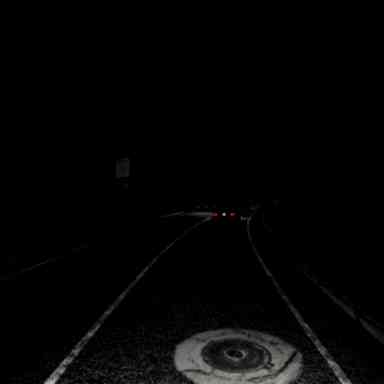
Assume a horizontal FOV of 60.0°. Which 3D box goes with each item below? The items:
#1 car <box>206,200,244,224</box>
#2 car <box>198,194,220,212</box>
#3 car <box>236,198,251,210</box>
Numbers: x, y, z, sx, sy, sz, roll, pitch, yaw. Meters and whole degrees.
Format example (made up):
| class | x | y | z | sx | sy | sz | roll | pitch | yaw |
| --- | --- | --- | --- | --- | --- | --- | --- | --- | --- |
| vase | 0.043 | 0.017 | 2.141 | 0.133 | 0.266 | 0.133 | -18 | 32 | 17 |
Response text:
| class | x | y | z | sx | sy | sz | roll | pitch | yaw |
| --- | --- | --- | --- | --- | --- | --- | --- | --- | --- |
| car | 2.637 | 1.571 | 25.079 | 2.033 | 1.411 | 5.357 | -1 | 0 | 10 |
| car | 2.235 | 1.325 | 40.889 | 2.150 | 2.045 | 5.566 | -1 | 0 | 13 |
| car | 6.346 | 1.526 | 42.283 | 2.128 | 1.511 | 4.902 | -1 | 0 | 13 |
